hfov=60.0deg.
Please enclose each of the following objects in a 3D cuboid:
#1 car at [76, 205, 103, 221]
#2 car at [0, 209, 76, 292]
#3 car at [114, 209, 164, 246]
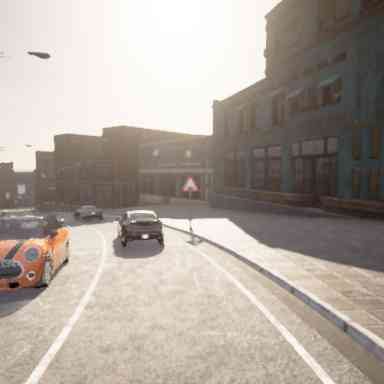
[{"bbox_3d":[-10.252,2.027,32.607,1.994,1.385,4.181,-3,-1,-32],"label":"car"},{"bbox_3d":[-4.766,1.446,9.222,2.097,1.767,4.553,-1,-1,-11],"label":"car"},{"bbox_3d":[-2.581,1.608,16.033,1.837,1.490,4.892,-1,-1,-16],"label":"car"}]
